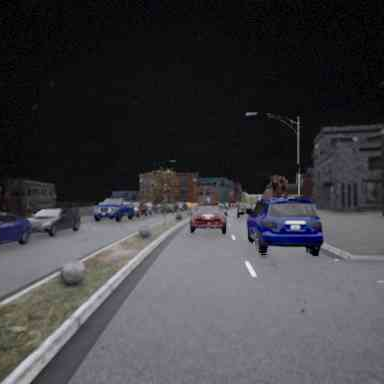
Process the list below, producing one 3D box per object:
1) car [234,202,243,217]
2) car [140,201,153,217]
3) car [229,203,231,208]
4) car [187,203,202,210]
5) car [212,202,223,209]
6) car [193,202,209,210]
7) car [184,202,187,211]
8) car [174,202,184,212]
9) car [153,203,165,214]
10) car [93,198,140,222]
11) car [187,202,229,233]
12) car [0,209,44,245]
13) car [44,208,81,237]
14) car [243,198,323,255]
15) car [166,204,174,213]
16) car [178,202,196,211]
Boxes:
[{"bbox_3d":[6.001,2.084,37.224,1.895,1.301,4.718,0,-2,9],"label":"car"},{"bbox_3d":[-6.143,1.782,35.567,2.185,1.767,4.553,0,-2,8],"label":"car"},{"bbox_3d":[3.242,2.033,38.943,1.837,1.490,4.892,0,-2,9],"label":"car"},{"bbox_3d":[0.566,2.943,68.221,2.002,1.452,4.674,0,-2,16],"label":"car"},{"bbox_3d":[6.918,3.536,89.286,2.185,1.767,4.553,0,-2,17],"label":"car"},{"bbox_3d":[2.089,3.076,73.555,2.231,1.521,4.892,0,-2,17],"label":"car"},{"bbox_3d":[-2.128,2.442,57.492,2.185,1.767,4.553,0,-2,14],"label":"car"},{"bbox_3d":[-3.331,2.422,51.890,2.163,1.488,4.792,0,-2,12],"label":"car"},{"bbox_3d":[-5.309,2.061,41.136,2.231,1.521,4.892,0,-2,10],"label":"car"},{"bbox_3d":[-6.872,1.526,30.009,2.435,2.045,5.566,0,-1,7],"label":"car"},{"bbox_3d":[1.080,1.491,20.834,2.097,1.767,4.553,0,-1,5],"label":"car"},{"bbox_3d":[-8.298,1.568,13.480,2.002,1.452,4.674,0,-1,4],"label":"car"},{"bbox_3d":[-7.926,1.629,19.010,2.002,1.452,4.674,0,-1,5],"label":"car"},{"bbox_3d":[3.559,1.275,13.642,2.150,2.045,5.566,0,-1,3],"label":"car"},{"bbox_3d":[-4.387,2.264,46.474,2.002,1.452,4.674,0,-2,11],"label":"car"},{"bbox_3d":[-0.841,2.735,62.858,2.097,1.535,5.008,0,-2,15],"label":"car"}]
